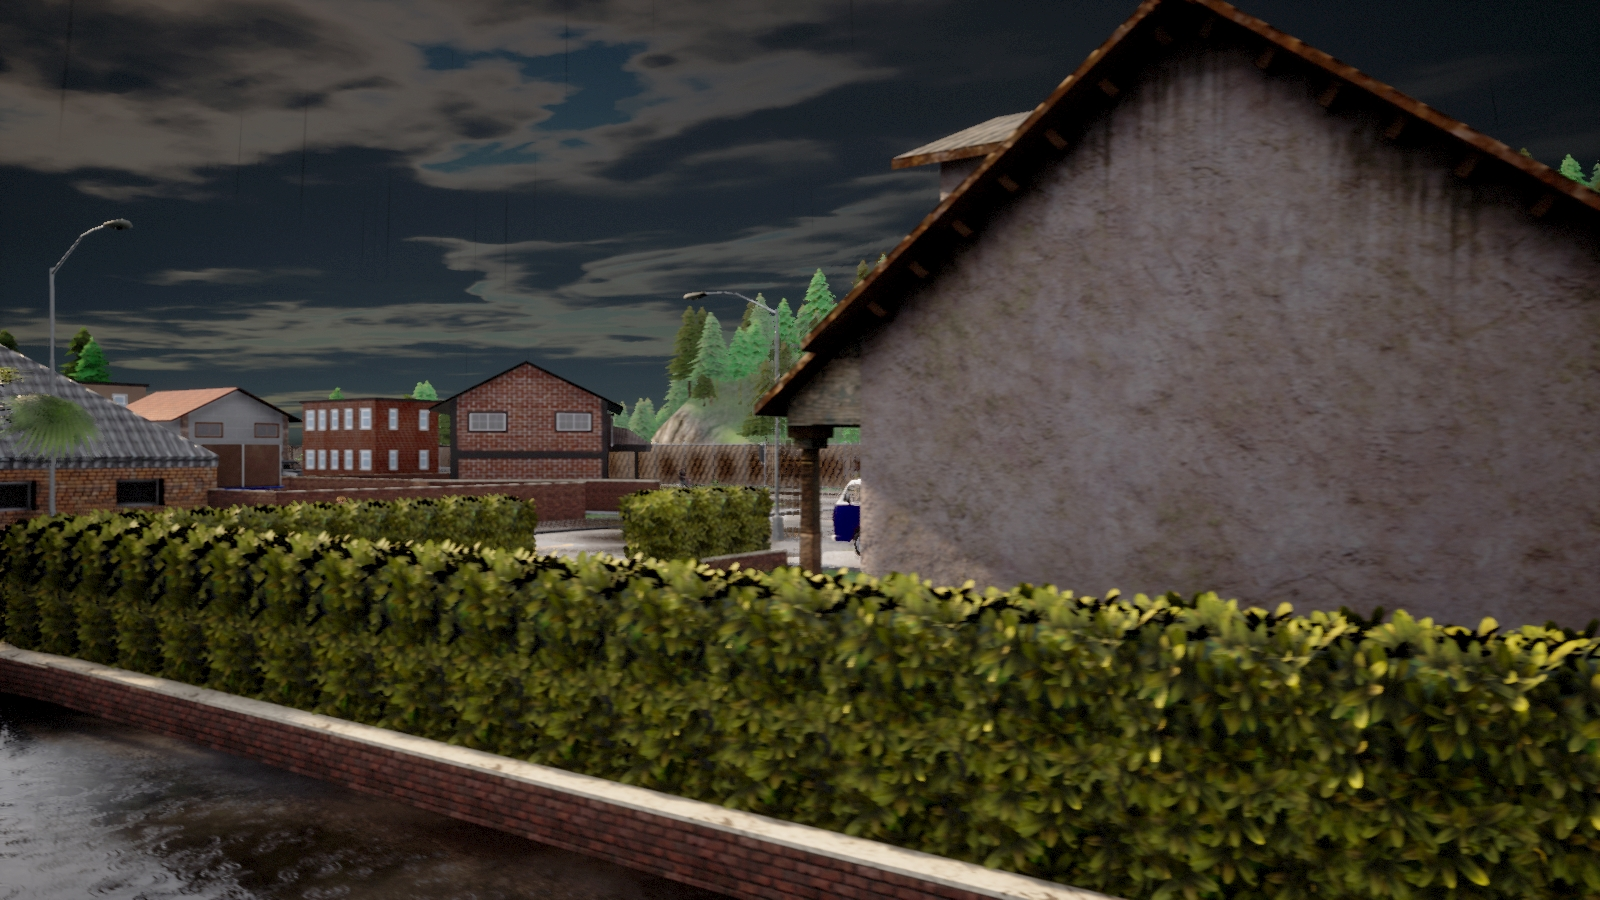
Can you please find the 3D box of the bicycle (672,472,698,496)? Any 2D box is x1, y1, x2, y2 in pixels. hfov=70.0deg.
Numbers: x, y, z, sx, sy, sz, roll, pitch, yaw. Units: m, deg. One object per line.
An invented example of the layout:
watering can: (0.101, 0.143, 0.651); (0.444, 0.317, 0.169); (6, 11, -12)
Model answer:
bicycle: (-7.036, 2.059, 69.807); (1.835, 1.471, 0.329); (0, 0, 35)

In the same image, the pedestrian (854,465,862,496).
pedestrian: (3.468, 1.847, 68.532); (0.375, 1.860, 0.375); (0, 0, 15)
